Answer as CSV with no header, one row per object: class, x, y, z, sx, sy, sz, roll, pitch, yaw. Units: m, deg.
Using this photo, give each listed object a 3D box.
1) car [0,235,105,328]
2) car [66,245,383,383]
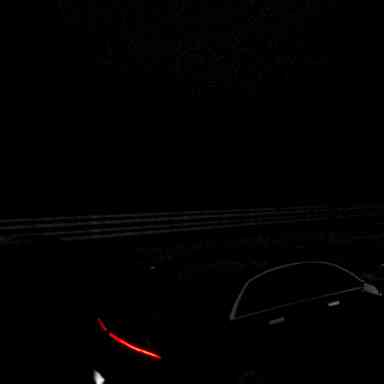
car,-2.785,1.525,6.059,4.674,1.442,1.812,0,0,-35
car,1.098,1.503,4.528,4.892,1.490,1.837,0,0,-35
